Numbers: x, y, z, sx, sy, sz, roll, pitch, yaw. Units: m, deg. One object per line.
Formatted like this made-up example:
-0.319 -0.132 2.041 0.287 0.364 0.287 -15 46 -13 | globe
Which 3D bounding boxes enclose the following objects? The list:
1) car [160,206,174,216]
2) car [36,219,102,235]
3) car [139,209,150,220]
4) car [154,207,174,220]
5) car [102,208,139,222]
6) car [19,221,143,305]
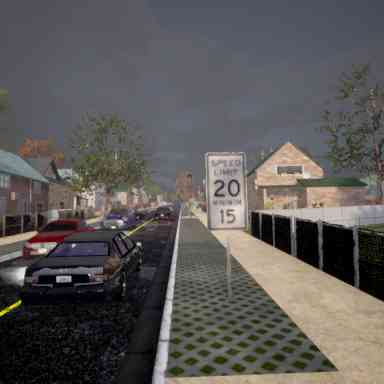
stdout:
-3.684 2.846 49.354 1.895 1.301 4.718 -1 -1 -2 | car
-5.484 1.927 14.349 1.812 1.442 4.674 -1 -1 -2 | car
-6.185 2.659 39.601 1.895 1.301 4.718 -1 -1 -1 | car
-3.331 2.455 38.915 1.882 1.535 5.008 -1 -1 -1 | car
-5.856 2.079 26.732 2.097 1.767 4.553 -1 -2 -2 | car
-2.467 1.737 8.713 2.033 1.411 5.357 -1 -1 -2 | car
